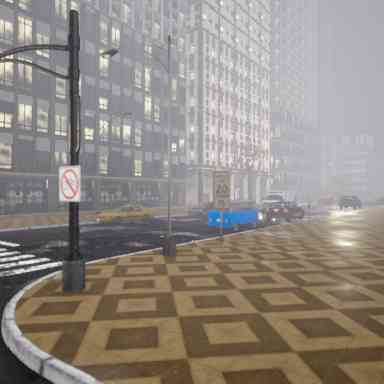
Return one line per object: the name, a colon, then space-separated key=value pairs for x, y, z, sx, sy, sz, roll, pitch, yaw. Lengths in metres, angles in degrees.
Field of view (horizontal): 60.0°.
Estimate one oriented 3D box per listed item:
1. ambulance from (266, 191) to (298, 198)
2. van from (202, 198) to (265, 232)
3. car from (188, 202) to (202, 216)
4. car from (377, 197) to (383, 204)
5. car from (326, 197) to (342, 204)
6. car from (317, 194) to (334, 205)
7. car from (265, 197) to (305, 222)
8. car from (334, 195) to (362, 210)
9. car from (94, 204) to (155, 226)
ambulance: x=10.242 y=1.060 z=38.996 sx=2.351 sy=2.431 sz=6.366 roll=0 pitch=0 yaw=38
van: x=2.631 y=1.366 z=20.268 sx=1.690 sy=1.788 sz=3.998 roll=0 pitch=0 yaw=38
car: x=1.368 y=1.600 z=31.706 sx=1.802 sy=1.307 sz=4.206 roll=0 pitch=0 yaw=38
car: x=38.212 y=1.657 z=66.518 sx=1.947 sy=1.339 sz=4.313 roll=0 pitch=0 yaw=38
car: x=28.576 y=1.621 z=66.932 sx=2.008 sy=1.369 sz=4.403 roll=0 pitch=0 yaw=38
car: x=25.175 y=1.377 z=62.530 sx=2.192 sy=1.841 sz=5.009 roll=0 pitch=0 yaw=38
car: x=7.605 y=1.471 z=26.889 sx=1.967 sy=1.590 sz=4.097 roll=0 pitch=0 yaw=38
car: x=21.208 y=1.367 z=44.502 sx=2.192 sy=1.841 sz=5.009 roll=0 pitch=0 yaw=38
car: x=-4.752 y=1.537 z=23.993 sx=1.752 sy=1.417 sz=4.829 roll=0 pitch=0 yaw=38
